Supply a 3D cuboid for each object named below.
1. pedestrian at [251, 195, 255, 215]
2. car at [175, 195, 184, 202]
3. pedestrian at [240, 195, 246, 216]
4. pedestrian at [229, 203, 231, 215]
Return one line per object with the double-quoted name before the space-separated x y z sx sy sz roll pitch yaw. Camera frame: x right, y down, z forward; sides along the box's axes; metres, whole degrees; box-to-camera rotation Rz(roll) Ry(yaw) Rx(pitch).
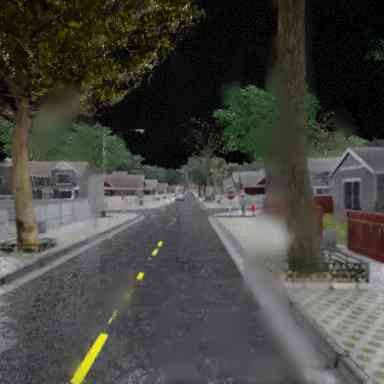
"pedestrian" 5.502 1.132 30.015 0.375 1.860 0.375 0 0 0
"car" -2.769 1.454 75.330 1.882 1.535 5.008 0 0 0
"pedestrian" 4.502 1.138 29.415 0.375 1.860 0.375 0 0 0
"pedestrian" 3.502 1.519 30.616 0.500 1.100 0.500 0 0 0
